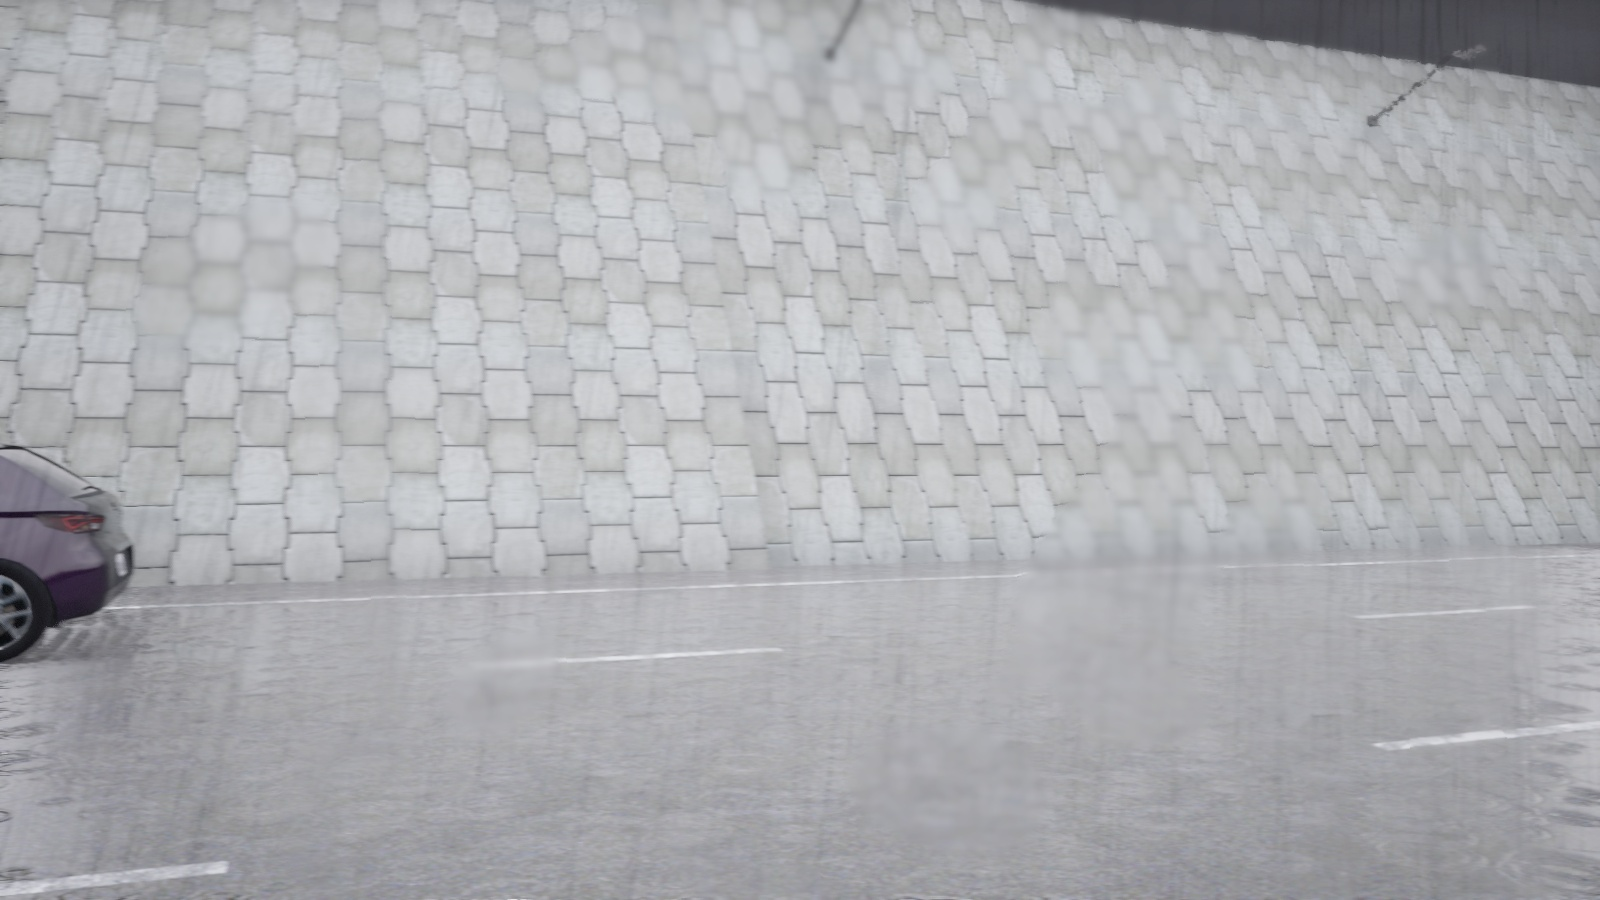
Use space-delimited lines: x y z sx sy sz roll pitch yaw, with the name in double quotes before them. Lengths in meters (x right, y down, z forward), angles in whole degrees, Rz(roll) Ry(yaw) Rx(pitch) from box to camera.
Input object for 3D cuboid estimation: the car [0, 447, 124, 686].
"car" -6.877 0.754 8.115 4.193 1.474 1.816 -1 1 -21
